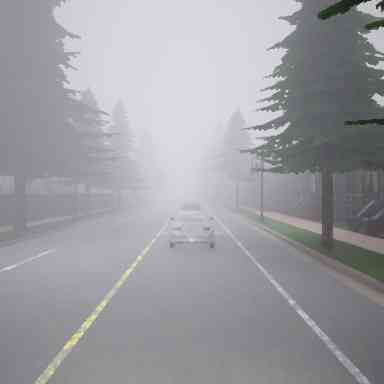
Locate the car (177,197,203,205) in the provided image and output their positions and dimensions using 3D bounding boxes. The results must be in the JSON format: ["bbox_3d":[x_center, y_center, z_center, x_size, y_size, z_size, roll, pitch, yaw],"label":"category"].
[{"bbox_3d":[0.000,1.495,29.650,2.128,1.511,4.902,0,0,0],"label":"car"}]

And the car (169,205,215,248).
[{"bbox_3d":[0.000,1.533,14.650,1.812,1.442,4.674,0,0,0],"label":"car"}]

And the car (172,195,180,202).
[{"bbox_3d":[-3.500,1.492,76.622,1.812,1.442,4.674,0,0,0],"label":"car"}]
